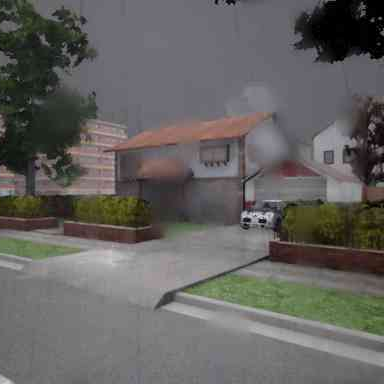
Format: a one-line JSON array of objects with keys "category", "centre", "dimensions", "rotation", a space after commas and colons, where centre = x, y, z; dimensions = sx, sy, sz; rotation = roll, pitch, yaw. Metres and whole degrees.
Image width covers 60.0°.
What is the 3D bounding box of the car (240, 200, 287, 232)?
[{"category": "car", "centre": [4.085, 1.167, 17.389], "dimensions": [1.970, 1.475, 3.806], "rotation": [0, 0, 36]}]
